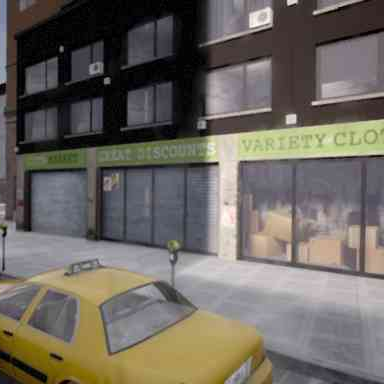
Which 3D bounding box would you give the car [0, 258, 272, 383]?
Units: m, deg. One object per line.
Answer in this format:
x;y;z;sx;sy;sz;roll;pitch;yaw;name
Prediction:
-1.499;1.513;4.135;4.829;1.417;1.752;0;1;35;car
